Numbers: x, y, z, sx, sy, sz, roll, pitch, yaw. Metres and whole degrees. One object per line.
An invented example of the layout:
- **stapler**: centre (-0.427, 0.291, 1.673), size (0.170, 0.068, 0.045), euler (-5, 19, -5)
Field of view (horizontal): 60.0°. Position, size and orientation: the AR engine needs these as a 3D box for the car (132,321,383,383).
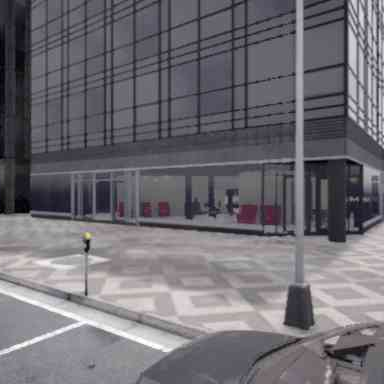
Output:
- **car**: centre (1.450, 1.551, 1.928), size (4.403, 1.369, 2.008), euler (0, 0, 35)
